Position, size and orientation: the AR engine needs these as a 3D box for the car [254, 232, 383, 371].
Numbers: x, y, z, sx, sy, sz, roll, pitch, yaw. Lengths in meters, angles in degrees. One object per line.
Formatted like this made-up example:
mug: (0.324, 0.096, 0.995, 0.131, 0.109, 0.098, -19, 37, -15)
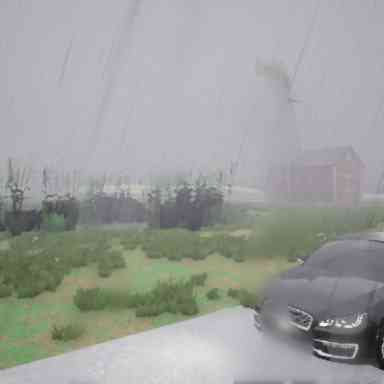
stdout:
car: (3.196, 1.511, 5.768, 4.892, 1.490, 1.837, 0, 0, -35)
